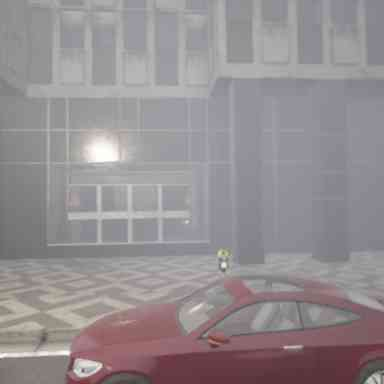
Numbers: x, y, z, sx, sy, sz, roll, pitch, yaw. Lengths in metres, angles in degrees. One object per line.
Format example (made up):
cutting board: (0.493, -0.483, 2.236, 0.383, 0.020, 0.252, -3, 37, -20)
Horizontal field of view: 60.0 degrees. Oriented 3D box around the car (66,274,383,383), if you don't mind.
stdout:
car: (0.701, 1.721, 4.049, 4.206, 1.307, 1.802, 0, -2, -4)
